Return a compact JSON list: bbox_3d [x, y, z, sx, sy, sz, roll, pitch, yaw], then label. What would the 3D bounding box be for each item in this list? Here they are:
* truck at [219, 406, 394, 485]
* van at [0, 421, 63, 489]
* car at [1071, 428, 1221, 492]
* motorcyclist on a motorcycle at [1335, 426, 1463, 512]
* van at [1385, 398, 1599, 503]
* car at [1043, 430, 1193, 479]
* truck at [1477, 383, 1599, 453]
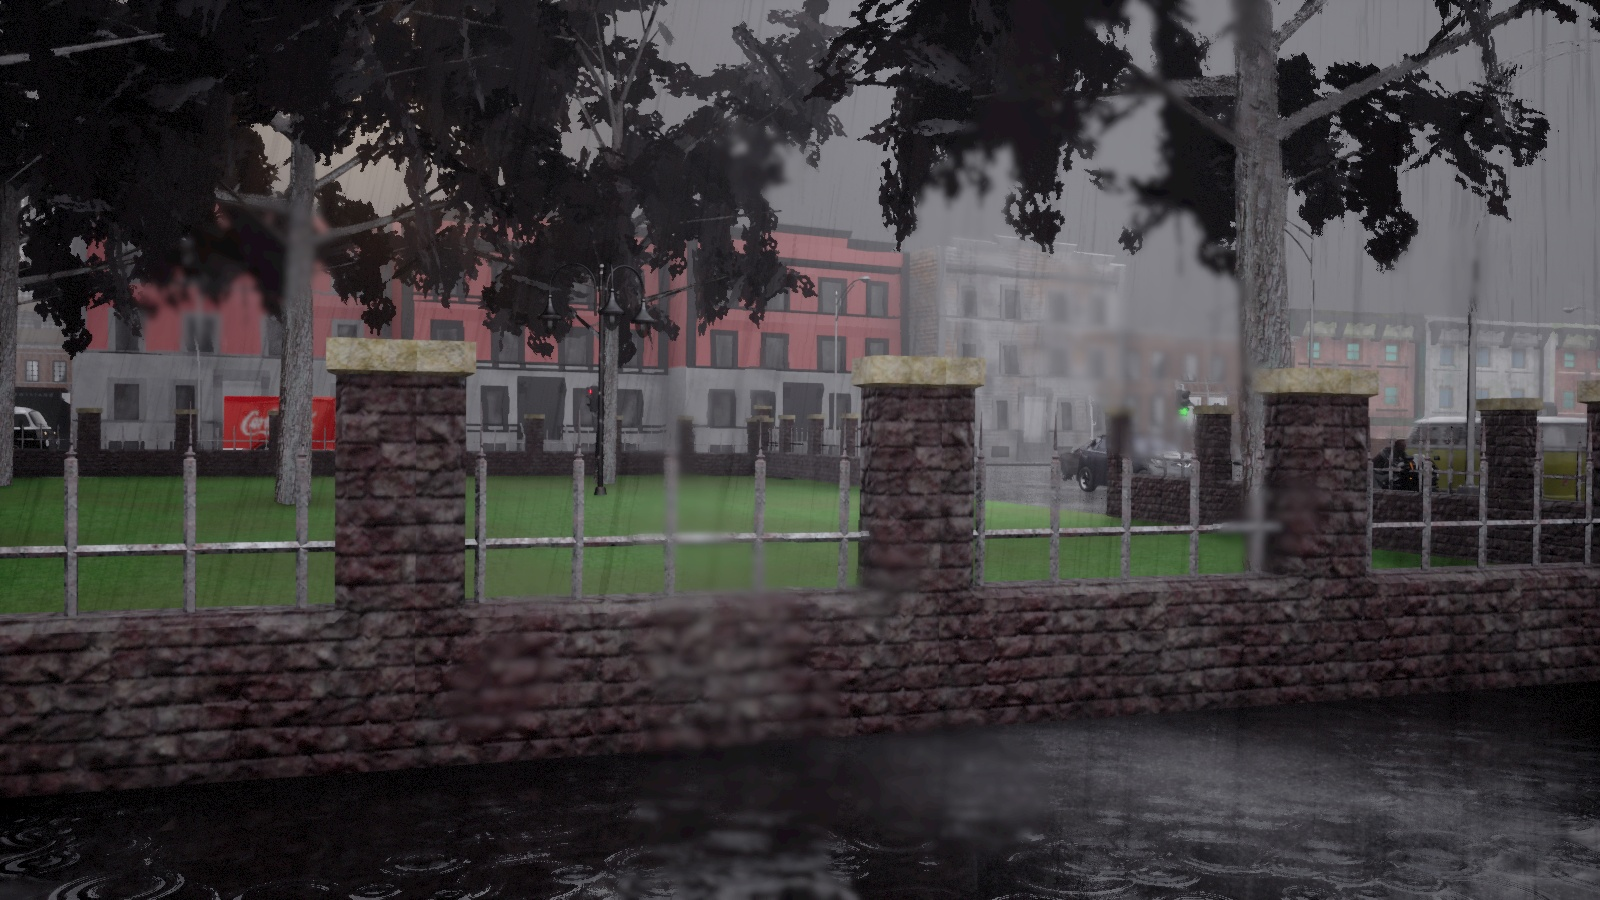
[{"bbox_3d":[-16.271,-0.192,41.748,5.204,2.467,2.627,-1,1,-18],"label":"truck"},{"bbox_3d":[-25.457,0.169,38.585,4.480,2.038,2.069,-1,1,-19],"label":"van"},{"bbox_3d":[8.567,0.208,31.409,1.845,1.501,3.633,-1,1,-20],"label":"car"},{"bbox_3d":[11.227,0.327,23.635,0.866,1.530,2.191,-1,1,-21],"label":"motorcyclist on a motorcycle"},{"bbox_3d":[14.574,-0.032,26.206,1.775,1.987,4.442,-1,1,-17],"label":"van"},{"bbox_3d":[9.956,0.090,39.828,2.033,1.411,5.357,-1,1,-18],"label":"car"},{"bbox_3d":[39.332,-1.666,65.019,7.936,3.462,2.891,-1,1,-19],"label":"truck"}]
